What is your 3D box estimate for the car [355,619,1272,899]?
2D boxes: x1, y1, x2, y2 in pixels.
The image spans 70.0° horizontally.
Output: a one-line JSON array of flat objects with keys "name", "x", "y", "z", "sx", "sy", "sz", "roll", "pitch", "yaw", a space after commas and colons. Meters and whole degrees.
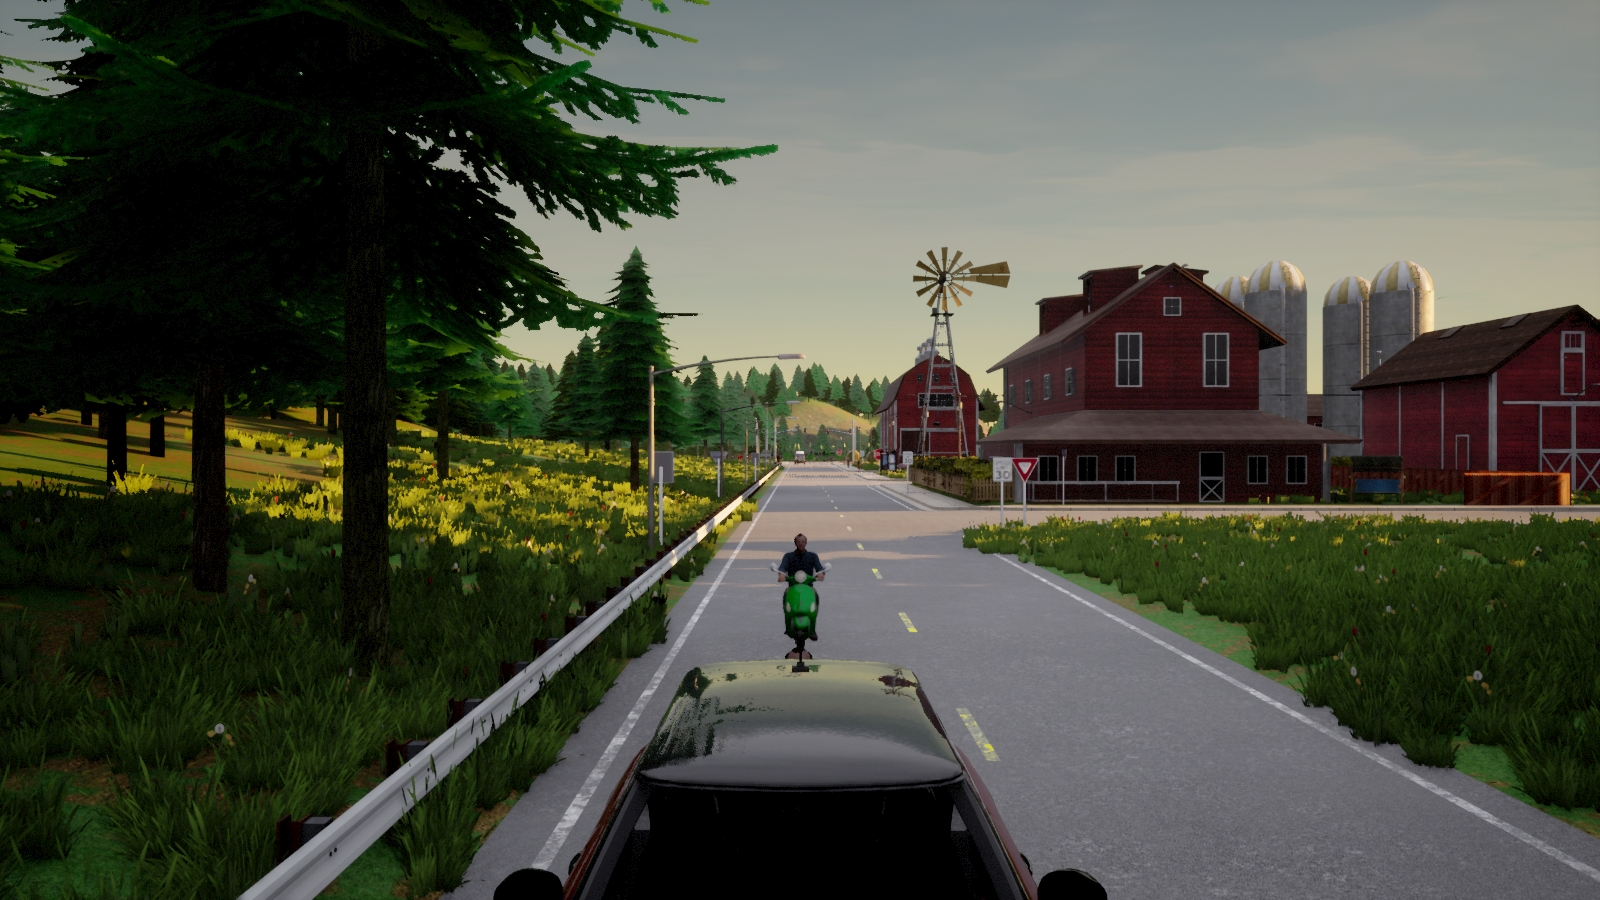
[{"name": "car", "x": 0.032, "y": 1.899, "z": 4.503, "sx": 2.097, "sy": 1.767, "sz": 4.553, "roll": 0, "pitch": 0, "yaw": 0}]

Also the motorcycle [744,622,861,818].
[{"name": "motorcycle", "x": 0.016, "y": 2.230, "z": 9.842, "sx": 0.867, "sy": 1.251, "sz": 2.209, "roll": -2, "pitch": -3, "yaw": 0}]
